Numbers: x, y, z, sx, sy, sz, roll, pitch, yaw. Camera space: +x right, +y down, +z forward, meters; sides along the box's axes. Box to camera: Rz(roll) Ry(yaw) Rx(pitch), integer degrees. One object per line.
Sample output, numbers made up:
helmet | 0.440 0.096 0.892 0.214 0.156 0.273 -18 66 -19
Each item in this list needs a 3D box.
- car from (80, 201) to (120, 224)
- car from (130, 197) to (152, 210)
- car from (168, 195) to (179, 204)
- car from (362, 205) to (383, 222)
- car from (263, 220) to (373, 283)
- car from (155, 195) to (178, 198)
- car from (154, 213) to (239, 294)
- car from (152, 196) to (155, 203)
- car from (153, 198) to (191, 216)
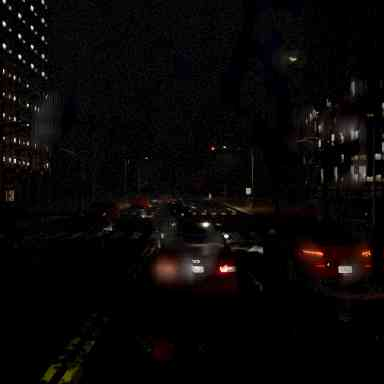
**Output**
car | -6.645 1.448 24.510 1.882 1.535 5.008 0 0 0
car | -6.687 1.441 42.541 1.882 1.535 5.008 0 0 0
car | -3.467 1.425 64.041 1.837 1.490 4.892 0 0 0
car | 16.065 1.617 26.841 4.181 1.385 1.994 0 0 1
car | 3.330 1.522 9.537 1.812 1.442 4.674 0 0 0
car | -3.440 1.312 44.881 2.097 1.767 4.553 0 0 0
car | 0.081 1.544 8.951 2.033 1.411 5.357 0 0 0
car | -6.713 1.450 61.382 1.812 1.442 4.674 0 0 0
car | -1.717 1.514 30.368 2.033 1.411 5.357 0 0 -21
